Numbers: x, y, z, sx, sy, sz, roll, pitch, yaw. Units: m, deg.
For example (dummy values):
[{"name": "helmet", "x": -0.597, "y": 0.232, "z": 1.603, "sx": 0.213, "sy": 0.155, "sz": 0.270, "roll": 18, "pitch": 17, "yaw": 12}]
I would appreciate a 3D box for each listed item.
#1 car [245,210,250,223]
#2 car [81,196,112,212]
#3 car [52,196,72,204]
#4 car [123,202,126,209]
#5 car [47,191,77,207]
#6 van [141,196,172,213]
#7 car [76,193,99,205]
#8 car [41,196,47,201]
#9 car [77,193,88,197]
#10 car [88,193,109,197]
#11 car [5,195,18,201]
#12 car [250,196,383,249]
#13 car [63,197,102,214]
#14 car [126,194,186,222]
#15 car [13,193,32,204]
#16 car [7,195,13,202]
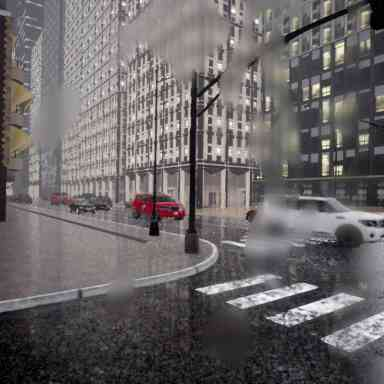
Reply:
[{"name": "car", "x": 5.739, "y": 1.505, "z": 23.932, "sx": 1.967, "sy": 1.590, "sz": 4.097, "roll": 1, "pitch": -1, "yaw": -35}, {"name": "car", "x": -10.744, "y": 1.487, "z": 37.119, "sx": 1.994, "sy": 1.385, "sz": 4.181, "roll": 1, "pitch": -1, "yaw": -37}, {"name": "car", "x": -24.196, "y": 1.504, "z": 61.610, "sx": 2.033, "sy": 1.411, "sz": 5.357, "roll": 1, "pitch": -1, "yaw": -38}, {"name": "car", "x": -7.351, "y": 1.584, "z": 42.348, "sx": 2.008, "sy": 1.369, "sz": 4.403, "roll": 1, "pitch": -1, "yaw": -35}, {"name": "car", "x": -19.569, "y": 0.938, "z": 49.735, "sx": 2.150, "sy": 2.045, "sz": 5.566, "roll": 1, "pitch": -1, "yaw": -35}, {"name": "van", "x": -4.076, "y": 1.382, "z": 37.746, "sx": 1.690, "sy": 1.788, "sz": 3.998, "roll": 1, "pitch": -1, "yaw": -35}, {"name": "car", "x": -18.558, "y": 1.248, "z": 58.845, "sx": 2.150, "sy": 2.045, "sz": 5.566, "roll": 1, "pitch": -1, "yaw": -35}, {"name": "car", "x": -36.802, "y": 1.570, "z": 83.786, "sx": 1.802, "sy": 1.307, "sz": 4.206, "roll": 1, "pitch": -1, "yaw": -35}, {"name": "car", "x": -18.743, "y": 1.317, "z": 53.904, "sx": 2.097, "sy": 1.767, "sz": 4.553, "roll": 1, "pitch": -1, "yaw": -36}, {"name": "car", "x": -14.465, "y": 1.380, "z": 53.093, "sx": 2.097, "sy": 1.767, "sz": 4.553, "roll": 1, "pitch": -1, "yaw": -35}, {"name": "car", "x": -40.358, "y": 1.378, "z": 74.328, "sx": 2.008, "sy": 1.369, "sz": 4.403, "roll": 1, "pitch": -1, "yaw": -35}, {"name": "car", "x": 5.705, "y": 1.207, "z": 15.099, "sx": 2.150, "sy": 2.045, "sz": 5.566, "roll": 0, "pitch": 0, "yaw": -44}, {"name": "car", "x": -10.909, "y": 1.427, "z": 32.890, "sx": 2.008, "sy": 1.369, "sz": 4.403, "roll": 1, "pitch": -1, "yaw": -35}, {"name": "car", "x": -2.722, "y": 1.165, "z": 25.849, "sx": 2.150, "sy": 2.045, "sz": 5.566, "roll": 1, "pitch": -1, "yaw": -35}, {"name": "car", "x": -30.538, "y": 1.155, "z": 60.518, "sx": 2.192, "sy": 1.841, "sz": 5.009, "roll": 1, "pitch": -1, "yaw": -35}, {"name": "car", "x": -37.087, "y": 1.397, "z": 69.724, "sx": 1.947, "sy": 1.339, "sz": 4.313, "roll": 1, "pitch": -1, "yaw": -35}]
